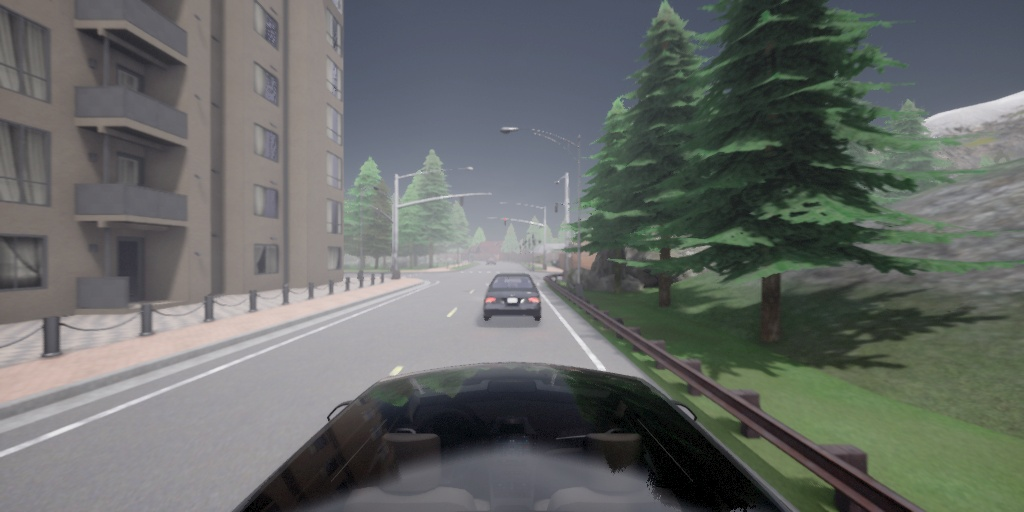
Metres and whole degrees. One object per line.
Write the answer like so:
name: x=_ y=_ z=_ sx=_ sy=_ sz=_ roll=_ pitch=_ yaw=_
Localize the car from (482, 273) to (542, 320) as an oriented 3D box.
car: x=0.024 y=1.281 z=12.496 sx=2.033 sy=1.411 sz=5.357 roll=0 pitch=0 yaw=0
